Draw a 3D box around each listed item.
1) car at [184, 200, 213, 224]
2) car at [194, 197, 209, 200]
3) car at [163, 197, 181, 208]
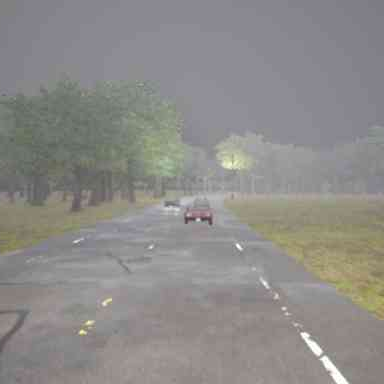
[{"bbox_3d":[0.470,1.482,23.593,1.895,1.301,4.718,0,0,2],"label":"car"},{"bbox_3d":[1.221,1.310,42.083,1.994,1.385,4.181,0,1,3],"label":"car"},{"bbox_3d":[-2.448,1.289,42.637,2.033,1.411,5.357,0,0,3],"label":"car"}]
